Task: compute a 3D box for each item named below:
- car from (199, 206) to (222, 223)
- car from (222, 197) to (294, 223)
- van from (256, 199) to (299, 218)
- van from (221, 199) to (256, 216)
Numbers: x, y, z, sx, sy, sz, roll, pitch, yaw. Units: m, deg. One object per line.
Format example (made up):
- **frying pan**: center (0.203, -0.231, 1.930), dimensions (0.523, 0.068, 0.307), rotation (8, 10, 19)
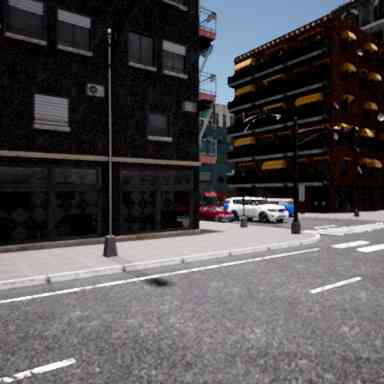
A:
- **car**: center (1.814, 1.870, 28.657), dimensions (1.802, 1.307, 4.206), rotation (-1, 0, -36)
- **car**: center (5.389, 1.466, 28.115), dimensions (2.150, 2.045, 5.566), rotation (0, -1, -36)
- **van**: center (8.557, 1.596, 33.570), dimensions (1.690, 1.788, 3.998), rotation (-1, 0, -36)
- **van**: center (5.244, 1.670, 38.088), dimensions (1.690, 1.788, 3.998), rotation (-1, 0, -36)
